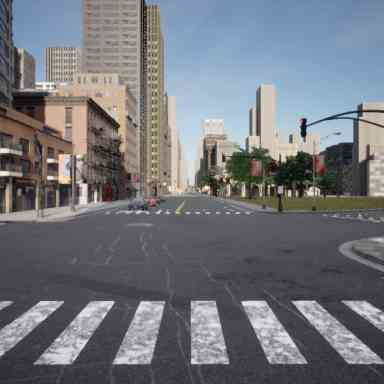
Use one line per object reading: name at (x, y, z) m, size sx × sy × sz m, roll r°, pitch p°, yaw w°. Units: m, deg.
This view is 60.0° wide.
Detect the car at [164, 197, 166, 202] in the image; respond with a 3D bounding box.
car at (-6.557, 1.502, 69.742) m, size 1.895 × 1.301 × 4.718 m, roll 0°, pitch 0°, yaw 0°

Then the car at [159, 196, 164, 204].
car at (-6.631, 1.492, 59.610) m, size 1.994 × 1.385 × 4.181 m, roll 0°, pitch 0°, yaw 0°

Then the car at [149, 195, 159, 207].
car at (-6.643, 1.295, 50.559) m, size 2.097 × 1.767 × 4.553 m, roll 0°, pitch 0°, yaw 0°

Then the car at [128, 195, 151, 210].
car at (-6.659, 1.484, 41.507) m, size 1.812 × 1.442 × 4.674 m, roll 0°, pitch 0°, yaw 0°
